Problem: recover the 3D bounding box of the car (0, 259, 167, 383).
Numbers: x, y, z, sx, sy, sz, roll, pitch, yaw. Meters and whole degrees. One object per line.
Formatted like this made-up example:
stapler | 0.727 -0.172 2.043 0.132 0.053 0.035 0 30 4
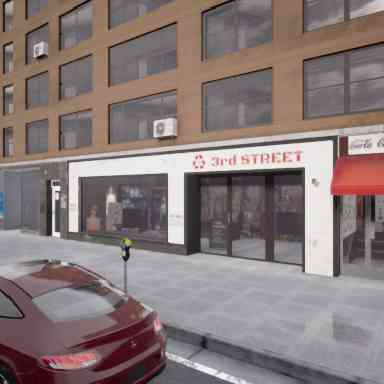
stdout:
car | -2.217 1.582 4.395 4.206 1.307 1.802 0 0 36
